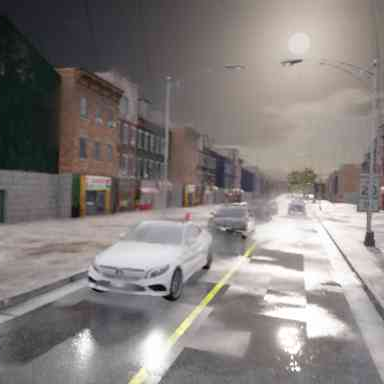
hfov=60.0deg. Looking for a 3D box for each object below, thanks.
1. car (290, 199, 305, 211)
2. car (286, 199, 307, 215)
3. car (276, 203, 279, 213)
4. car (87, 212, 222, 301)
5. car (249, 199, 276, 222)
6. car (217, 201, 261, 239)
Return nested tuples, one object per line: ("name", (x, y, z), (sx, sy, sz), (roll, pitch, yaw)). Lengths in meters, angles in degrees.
("car", (14.937, 1.763, 47.136), (1.882, 1.535, 5.008), (2, 0, 18))
("car", (11.542, 1.704, 36.578), (1.812, 1.442, 4.674), (2, 0, 19))
("car", (8.256, 1.618, 35.706), (2.033, 1.411, 5.357), (2, 0, 19))
("car", (-0.701, 1.424, 8.373), (1.812, 1.442, 4.674), (2, 1, 16))
("car", (5.194, 1.331, 26.397), (2.097, 1.767, 4.553), (2, 0, 18))
("car", (2.148, 1.422, 17.092), (1.837, 1.490, 4.892), (2, 0, 18))
